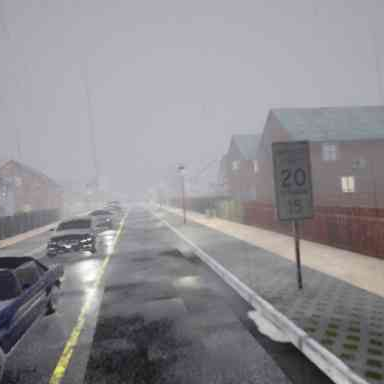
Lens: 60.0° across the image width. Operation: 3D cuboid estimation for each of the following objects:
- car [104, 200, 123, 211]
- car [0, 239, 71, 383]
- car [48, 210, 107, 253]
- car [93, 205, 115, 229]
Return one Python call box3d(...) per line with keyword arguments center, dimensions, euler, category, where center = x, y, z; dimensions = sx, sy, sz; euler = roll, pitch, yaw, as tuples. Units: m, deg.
box3d(center=(-9.488, 1.740, 40.459), dimensions=(2.097, 1.767, 4.553), euler=(-4, 0, -10), category="car")
box3d(center=(-3.444, 1.839, 5.222), dimensions=(1.895, 1.301, 4.718), euler=(-4, 0, -9), category="car")
box3d(center=(-5.150, 1.869, 15.094), dimensions=(1.837, 1.490, 4.892), euler=(-4, 0, -10), category="car")
box3d(center=(-6.929, 2.033, 25.411), dimensions=(1.812, 1.442, 4.674), euler=(-4, 0, -10), category="car")
